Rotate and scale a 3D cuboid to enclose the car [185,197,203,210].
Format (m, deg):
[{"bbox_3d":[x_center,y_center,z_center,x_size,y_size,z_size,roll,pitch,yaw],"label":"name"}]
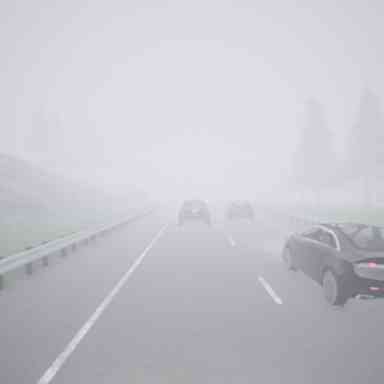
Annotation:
[{"bbox_3d":[0.174,1.383,41.869,2.128,1.511,4.902,0,0,0],"label":"car"}]

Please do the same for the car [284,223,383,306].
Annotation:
[{"bbox_3d":[3.621,1.476,7.950,2.128,1.511,4.902,0,0,0],"label":"car"}]

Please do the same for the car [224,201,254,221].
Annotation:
[{"bbox_3d":[3.676,1.429,26.255,2.128,1.511,4.902,0,0,0],"label":"car"}]

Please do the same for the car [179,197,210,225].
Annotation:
[{"bbox_3d":[0.166,1.290,23.803,2.097,1.767,4.553,0,0,0],"label":"car"}]
